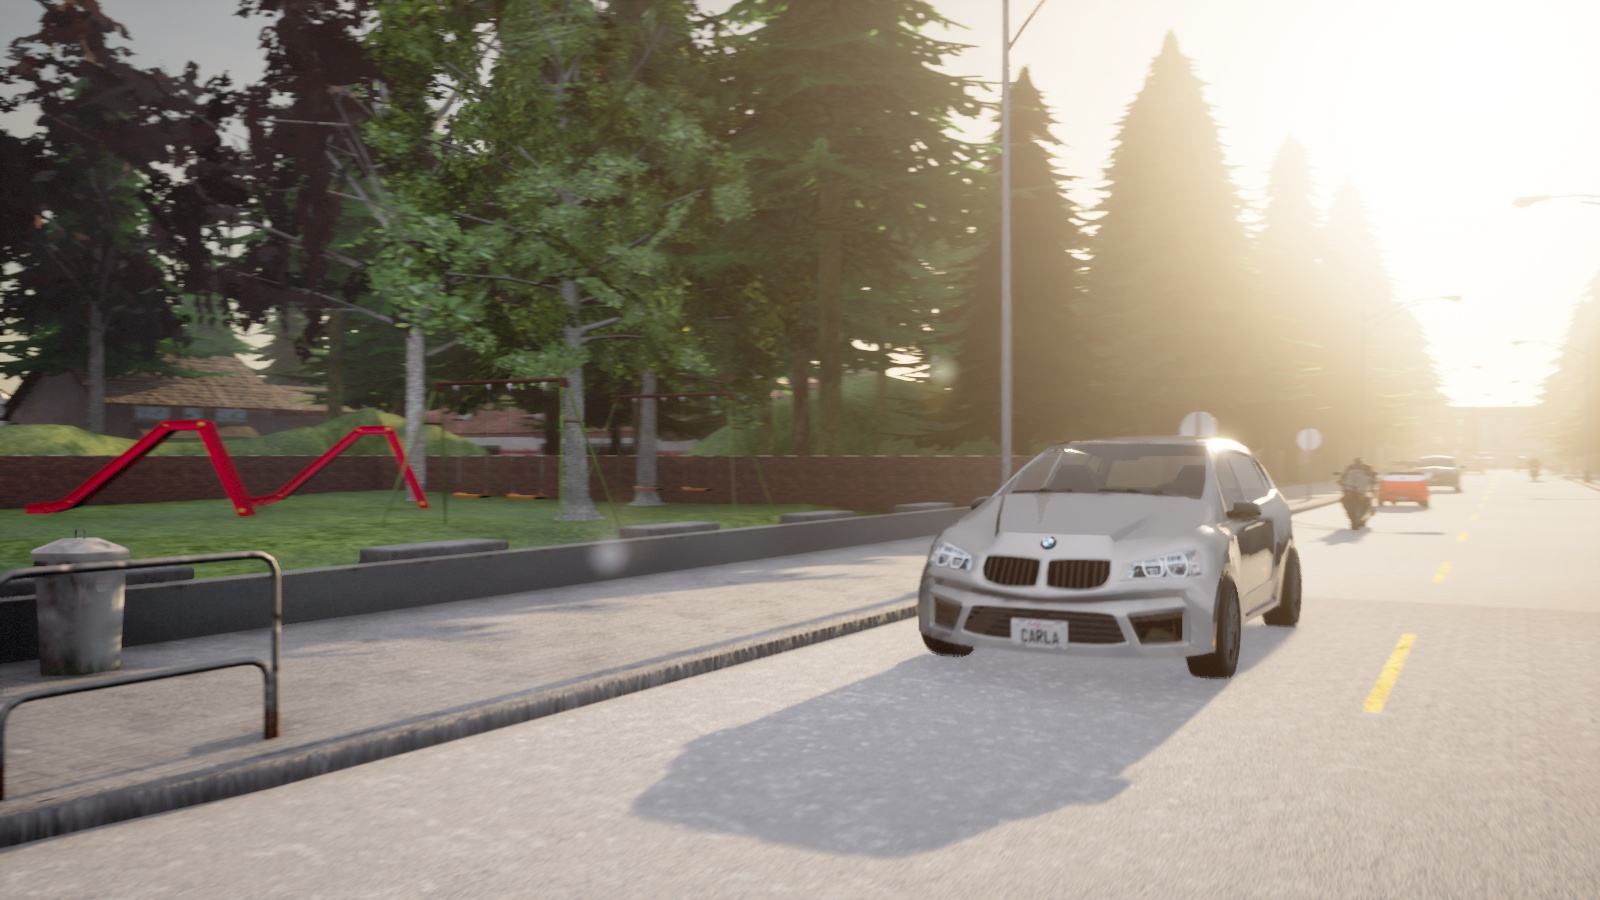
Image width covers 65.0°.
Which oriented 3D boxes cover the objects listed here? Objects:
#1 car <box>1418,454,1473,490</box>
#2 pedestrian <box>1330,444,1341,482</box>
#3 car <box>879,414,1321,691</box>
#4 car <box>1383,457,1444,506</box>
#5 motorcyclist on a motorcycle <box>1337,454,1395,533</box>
[{"bbox_3d":[27.478,0.900,53.368,1.837,1.490,4.892,0,0,30],"label":"car"},{"bbox_3d":[26.275,0.648,61.565,0.370,1.835,0.726,0,0,32],"label":"pedestrian"},{"bbox_3d":[2.670,0.627,10.105,2.242,1.667,4.611,0,0,30],"label":"car"},{"bbox_3d":[18.134,0.908,37.093,1.481,1.376,2.207,0,0,30],"label":"car"},{"bbox_3d":[11.563,0.858,25.625,0.866,1.530,2.191,0,0,30],"label":"motorcyclist on a motorcycle"}]
